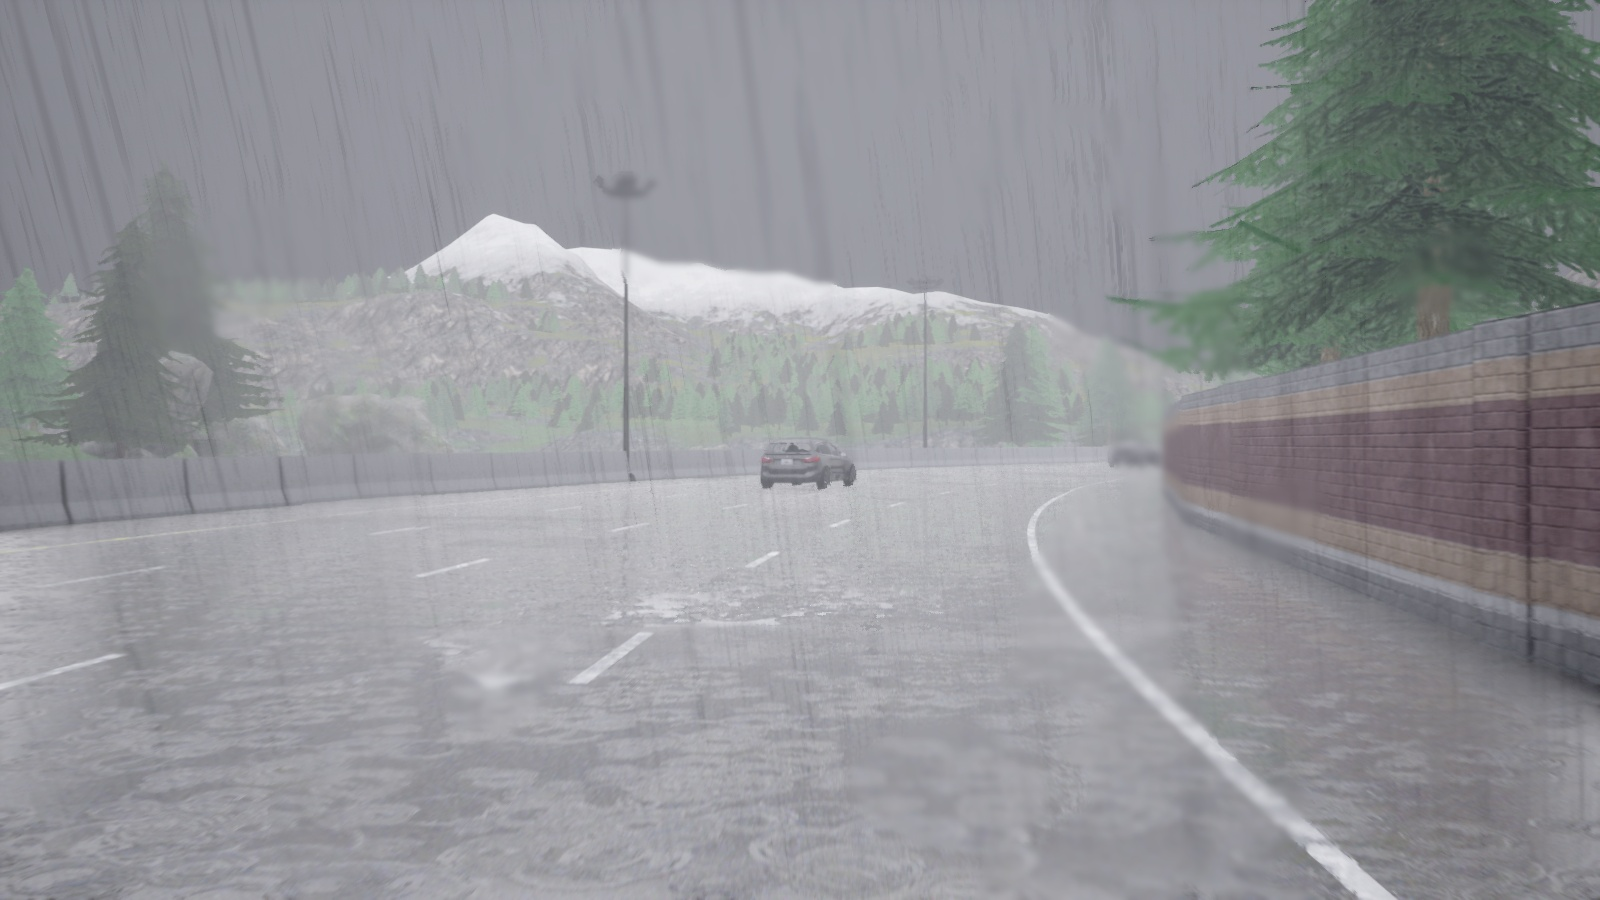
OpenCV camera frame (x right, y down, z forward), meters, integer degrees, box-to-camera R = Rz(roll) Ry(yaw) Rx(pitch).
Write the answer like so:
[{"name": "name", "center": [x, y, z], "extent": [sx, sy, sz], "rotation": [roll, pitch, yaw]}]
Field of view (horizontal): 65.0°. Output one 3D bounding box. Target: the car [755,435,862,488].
[{"name": "car", "center": [0.358, 0.353, 42.143], "extent": [2.242, 1.667, 4.611], "rotation": [0, 0, 19]}]

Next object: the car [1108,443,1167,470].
[{"name": "car", "center": [19.662, 0.359, 73.095], "extent": [1.837, 1.490, 4.892], "rotation": [0, 0, 34]}]
